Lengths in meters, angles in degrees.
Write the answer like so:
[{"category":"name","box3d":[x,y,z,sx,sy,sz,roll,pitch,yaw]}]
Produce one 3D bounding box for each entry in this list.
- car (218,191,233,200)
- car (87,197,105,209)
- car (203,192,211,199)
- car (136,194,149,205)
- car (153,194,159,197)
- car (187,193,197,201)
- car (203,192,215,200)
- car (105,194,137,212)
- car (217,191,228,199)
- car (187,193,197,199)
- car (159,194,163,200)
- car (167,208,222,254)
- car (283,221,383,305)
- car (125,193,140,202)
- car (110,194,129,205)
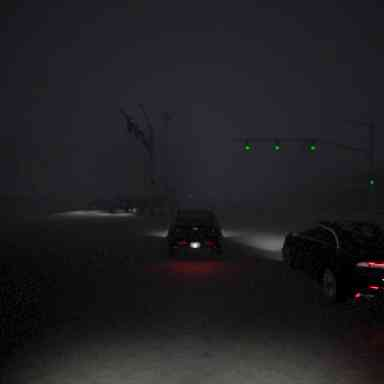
[{"category":"car","box3d":[7.017,0.762,67.034,2.097,1.767,4.553,0,1,0]},{"category":"car","box3d":[-10.586,1.266,38.379,1.895,1.301,4.718,0,1,0]},{"category":"car","box3d":[3.521,0.808,78.781,1.837,1.490,4.892,0,1,1]},{"category":"car","box3d":[-7.078,1.227,42.771,1.895,1.301,4.718,0,1,0]},{"category":"car","box3d":[-7.013,1.080,53.450,2.033,1.411,5.357,0,0,1]},{"category":"car","box3d":[0.019,0.914,65.928,2.128,1.511,4.902,0,1,0]},{"category":"car","box3d":[3.518,0.752,68.500,2.097,1.767,4.553,0,1,0]},{"category":"car","box3d":[-7.091,1.232,33.670,1.812,1.442,4.674,0,1,0]},{"category":"car","box3d":[7.019,0.574,76.203,2.097,1.767,4.553,0,1,0]},{"category":"car","box3d":[0.019,0.870,76.234,2.033,1.411,5.357,0,1,0]},{"category":"car","box3d":[-6.983,1.019,66.317,1.895,1.301,4.718,0,1,0]},{"category":"car","box3d":[0.103,1.393,12.879,1.837,1.490,4.892,0,1,0]},{"category":"car","box3d":[3.600,1.424,7.913,2.128,1.511,4.902,0,1,0]},{"category":"car","box3d":[-10.485,1.011,58.837,1.812,1.442,4.674,0,1,0]},{"category":"car","box3d":[-10.549,1.102,48.553,1.812,1.442,4.674,0,1,0]}]
